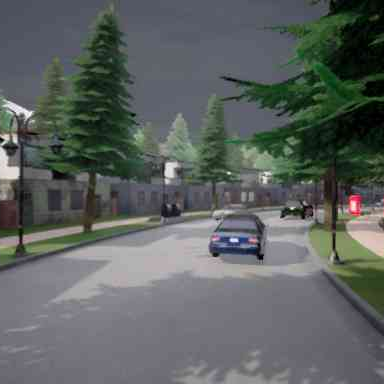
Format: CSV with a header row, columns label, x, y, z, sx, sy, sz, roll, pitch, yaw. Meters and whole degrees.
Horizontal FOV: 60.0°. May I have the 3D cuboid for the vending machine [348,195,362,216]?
label,x,y,z,sx,sy,sz,roll,pitch,yaw
vending machine,16.425,1.350,33.574,1.100,2.100,0.880,0,0,39

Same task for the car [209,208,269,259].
label,x,y,z,sx,sy,sz,roll,pitch,yaw
car,1.943,1.581,12.923,2.033,1.411,5.357,0,0,14

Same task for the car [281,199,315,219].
label,x,y,z,sx,sy,sz,roll,pitch,yaw
car,9.722,1.461,30.368,2.097,1.767,4.553,0,0,32

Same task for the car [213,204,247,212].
label,x,y,z,sx,sy,sz,roll,pitch,yaw
car,3.350,1.666,26.902,1.895,1.301,4.718,0,0,28

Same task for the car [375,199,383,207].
label,x,y,z,sx,sy,sz,roll,pitch,yaw
car,32.472,1.812,55.289,4.674,1.442,1.812,0,0,-26
